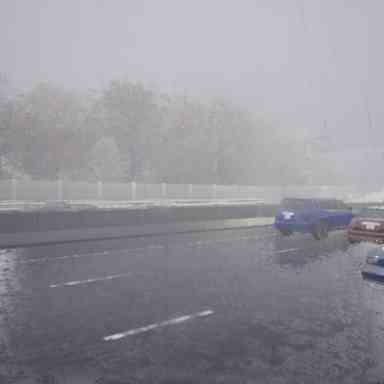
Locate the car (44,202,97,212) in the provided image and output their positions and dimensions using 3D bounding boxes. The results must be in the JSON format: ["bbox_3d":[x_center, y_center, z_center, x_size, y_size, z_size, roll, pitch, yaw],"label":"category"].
[{"bbox_3d":[-8.051,1.583,24.042,4.181,1.385,1.994,0,0,-35],"label":"car"}]

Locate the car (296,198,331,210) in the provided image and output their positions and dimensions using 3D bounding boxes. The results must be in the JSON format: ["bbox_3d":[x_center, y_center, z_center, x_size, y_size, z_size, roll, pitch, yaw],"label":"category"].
[{"bbox_3d":[16.892,1.621,46.028,4.902,1.511,2.128,0,0,-35],"label":"car"}]

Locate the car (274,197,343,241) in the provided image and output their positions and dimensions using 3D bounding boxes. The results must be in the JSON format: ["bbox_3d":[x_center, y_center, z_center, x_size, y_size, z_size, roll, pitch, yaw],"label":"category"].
[{"bbox_3d":[6.645,1.263,17.088,5.566,2.045,2.150,0,0,-36],"label":"car"}]

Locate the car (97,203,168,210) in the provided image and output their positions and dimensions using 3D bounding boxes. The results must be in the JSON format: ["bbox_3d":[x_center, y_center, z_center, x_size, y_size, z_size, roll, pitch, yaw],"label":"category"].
[{"bbox_3d":[-3.601,1.518,22.919,4.902,1.511,2.128,0,0,-35],"label":"car"}]

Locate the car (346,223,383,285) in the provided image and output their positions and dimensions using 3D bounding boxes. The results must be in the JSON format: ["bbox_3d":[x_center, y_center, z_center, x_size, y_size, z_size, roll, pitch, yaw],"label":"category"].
[{"bbox_3d":[6.319,1.572,8.255,5.357,1.411,2.033,0,0,-36],"label":"car"}]

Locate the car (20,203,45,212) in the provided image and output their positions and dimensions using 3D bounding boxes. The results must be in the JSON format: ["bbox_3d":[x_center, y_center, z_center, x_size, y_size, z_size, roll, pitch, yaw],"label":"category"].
[{"bbox_3d":[-12.346,1.566,29.581,5.357,1.411,2.033,0,0,-35],"label":"car"}]

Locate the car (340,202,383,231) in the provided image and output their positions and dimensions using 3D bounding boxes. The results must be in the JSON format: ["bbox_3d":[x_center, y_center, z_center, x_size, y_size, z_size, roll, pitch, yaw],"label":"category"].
[{"bbox_3d":[8.723,1.393,14.270,4.553,1.767,2.097,0,0,-36],"label":"car"}]
